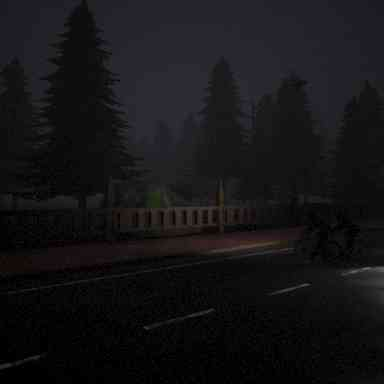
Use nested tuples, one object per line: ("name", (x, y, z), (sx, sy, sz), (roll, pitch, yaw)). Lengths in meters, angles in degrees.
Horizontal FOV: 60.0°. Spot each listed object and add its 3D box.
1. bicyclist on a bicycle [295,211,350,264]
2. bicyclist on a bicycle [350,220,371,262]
("bicyclist on a bicycle", (4.029, 1.455, 10.734), (0.582, 1.620, 1.656), (0, -2, -39))
("bicyclist on a bicycle", (5.021, 1.455, 10.976), (0.582, 1.620, 1.656), (0, -2, -39))
